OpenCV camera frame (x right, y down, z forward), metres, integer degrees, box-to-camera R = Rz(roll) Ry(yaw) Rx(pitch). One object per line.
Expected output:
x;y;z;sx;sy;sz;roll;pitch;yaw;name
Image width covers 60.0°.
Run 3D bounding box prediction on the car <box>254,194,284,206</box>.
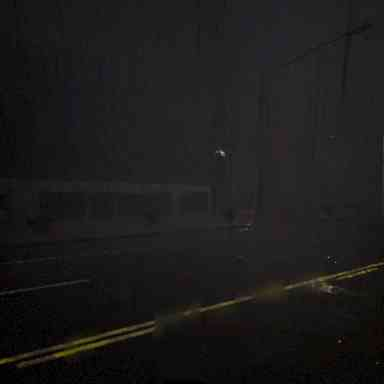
13.404;1.322;58.154;2.150;2.045;5.566;1;-1;-35;car
